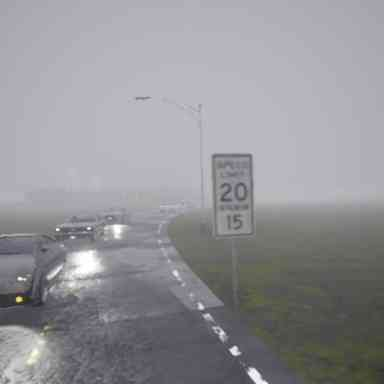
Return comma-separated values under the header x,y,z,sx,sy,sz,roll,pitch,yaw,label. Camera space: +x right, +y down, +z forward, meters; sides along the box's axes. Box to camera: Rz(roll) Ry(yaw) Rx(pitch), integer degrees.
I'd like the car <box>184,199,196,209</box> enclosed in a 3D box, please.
x,y,z,sx,sy,sz,roll,pitch,yaw,label
-0.725,1.839,52.024,1.837,1.490,4.892,-2,0,13,car

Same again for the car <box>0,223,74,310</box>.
x,y,z,sx,sy,sz,roll,pitch,yaw,label
-4.299,1.722,7.990,1.994,1.385,4.181,-2,0,-11,car

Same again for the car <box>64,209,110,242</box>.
x,y,z,sx,sy,sz,roll,pitch,yaw,label
-5.866,1.857,17.933,1.895,1.301,4.718,-2,0,-6,car

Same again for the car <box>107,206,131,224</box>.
x,y,z,sx,sy,sz,roll,pitch,yaw,label
-6.400,1.891,27.935,1.994,1.385,4.181,-2,0,0,car

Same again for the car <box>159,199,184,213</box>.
x,y,z,sx,sy,sz,roll,pitch,yaw,label
-2.675,1.907,41.490,1.895,1.301,4.718,-2,0,7,car
